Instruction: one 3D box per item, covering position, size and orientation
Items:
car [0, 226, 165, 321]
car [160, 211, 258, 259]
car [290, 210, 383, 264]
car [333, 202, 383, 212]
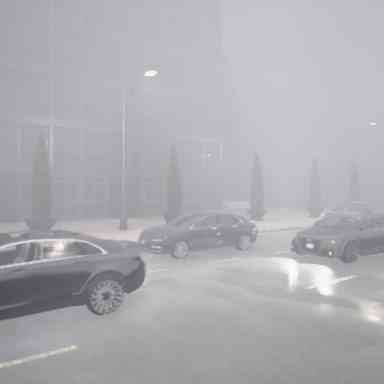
[{"bbox_3d":[-3.207,1.491,6.025,4.902,1.511,2.128,0,0,-34],"label":"car"},{"bbox_3d":[0.355,1.505,12.647,4.892,1.490,1.837,0,0,-34],"label":"car"},{"bbox_3d":[5.464,1.563,11.868,4.181,1.385,1.994,0,0,-34],"label":"car"},{"bbox_3d":[9.094,1.349,18.528,4.553,1.767,2.097,0,0,-34],"label":"car"}]
